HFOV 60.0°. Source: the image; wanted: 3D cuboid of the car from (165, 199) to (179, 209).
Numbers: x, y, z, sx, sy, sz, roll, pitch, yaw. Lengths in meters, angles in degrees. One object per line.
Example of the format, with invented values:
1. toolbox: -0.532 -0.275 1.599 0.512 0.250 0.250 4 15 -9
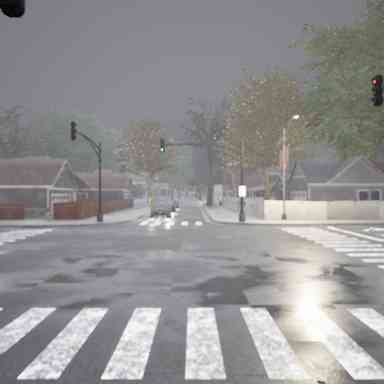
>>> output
1. car: -3.091 1.912 52.846 1.994 1.385 4.181 0 0 0

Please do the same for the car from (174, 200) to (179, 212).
1. car: -3.078 1.756 42.814 1.882 1.535 5.008 0 0 1

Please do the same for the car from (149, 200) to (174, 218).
1. car: -3.064 1.717 33.091 1.837 1.490 4.892 0 0 -2
